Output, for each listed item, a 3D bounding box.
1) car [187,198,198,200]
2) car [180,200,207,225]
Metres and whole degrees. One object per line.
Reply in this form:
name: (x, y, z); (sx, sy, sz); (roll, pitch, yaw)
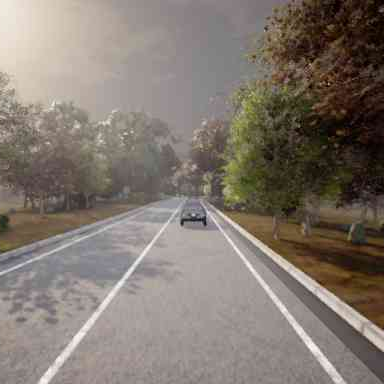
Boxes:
car: (0.080, 1.420, 42.742); (2.033, 1.411, 5.357); (0, 0, 0)
car: (0.095, 1.519, 23.886); (2.033, 1.411, 5.357); (0, 0, 0)
